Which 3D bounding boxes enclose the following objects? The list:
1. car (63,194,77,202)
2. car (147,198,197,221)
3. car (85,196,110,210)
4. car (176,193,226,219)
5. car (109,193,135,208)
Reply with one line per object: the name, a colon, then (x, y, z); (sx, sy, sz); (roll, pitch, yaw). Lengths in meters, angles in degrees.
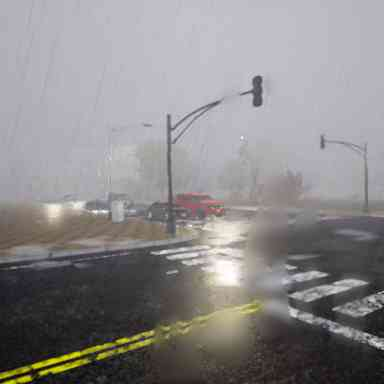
car: (-20.664, 1.146, 55.817); (1.812, 1.442, 4.674); (-2, 1, -33)
car: (-1.940, 1.492, 26.792); (1.837, 1.490, 4.892); (-2, 2, -34)
car: (-12.298, 1.565, 42.778); (1.994, 1.385, 4.181); (-2, 1, -33)
car: (0.522, 1.137, 28.908); (2.150, 2.045, 5.566); (-2, 1, -35)
car: (-9.639, 1.149, 44.634); (2.150, 2.045, 5.566); (-2, 1, -33)
